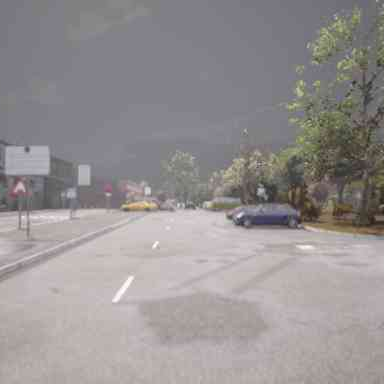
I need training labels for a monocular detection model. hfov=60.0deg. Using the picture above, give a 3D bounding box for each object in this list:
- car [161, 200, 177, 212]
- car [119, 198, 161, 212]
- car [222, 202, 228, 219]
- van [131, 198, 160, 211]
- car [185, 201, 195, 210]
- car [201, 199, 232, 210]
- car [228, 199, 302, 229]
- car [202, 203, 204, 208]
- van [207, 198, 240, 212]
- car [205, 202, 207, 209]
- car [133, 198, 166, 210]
[{"bbox_3d":[-3.615,2.214,49.268,1.895,1.301,4.718,0,-1,0],"label":"car"},{"bbox_3d":[-7.625,2.045,47.517,5.366,1.575,1.946,0,-1,-1],"label":"car"},{"bbox_3d":[5.011,1.752,26.202,4.674,1.452,2.002,0,0,-1],"label":"car"},{"bbox_3d":[-7.383,1.989,53.479,4.442,1.987,1.878,0,-2,-1],"label":"van"},{"bbox_3d":[-0.369,2.500,61.038,1.837,1.490,4.892,0,-2,0],"label":"car"},{"bbox_3d":[4.615,2.325,63.626,5.566,2.045,2.435,0,-2,-1],"label":"car"},{"bbox_3d":[5.088,1.557,23.034,4.553,1.767,2.185,0,-1,0],"label":"car"},{"bbox_3d":[4.695,2.117,58.168,5.566,2.045,2.435,0,-2,-1],"label":"car"},{"bbox_3d":[4.717,1.811,46.998,4.442,1.987,1.878,0,-1,-1],"label":"van"},{"bbox_3d":[4.991,2.107,49.788,5.366,1.575,1.946,0,-1,-1],"label":"car"},{"bbox_3d":[-7.539,2.169,59.668,5.566,2.045,2.435,0,-2,-1],"label":"car"}]
